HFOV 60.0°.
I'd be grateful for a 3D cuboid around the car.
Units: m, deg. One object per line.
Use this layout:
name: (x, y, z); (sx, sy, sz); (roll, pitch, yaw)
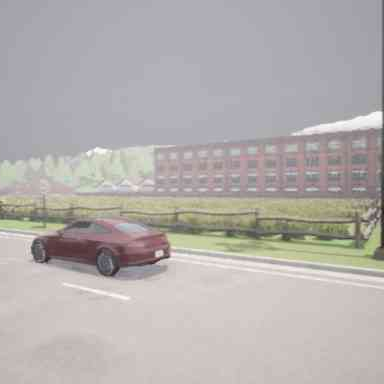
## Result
car: (-2.780, 1.425, 9.854); (4.674, 1.442, 1.812); (0, 1, 33)
